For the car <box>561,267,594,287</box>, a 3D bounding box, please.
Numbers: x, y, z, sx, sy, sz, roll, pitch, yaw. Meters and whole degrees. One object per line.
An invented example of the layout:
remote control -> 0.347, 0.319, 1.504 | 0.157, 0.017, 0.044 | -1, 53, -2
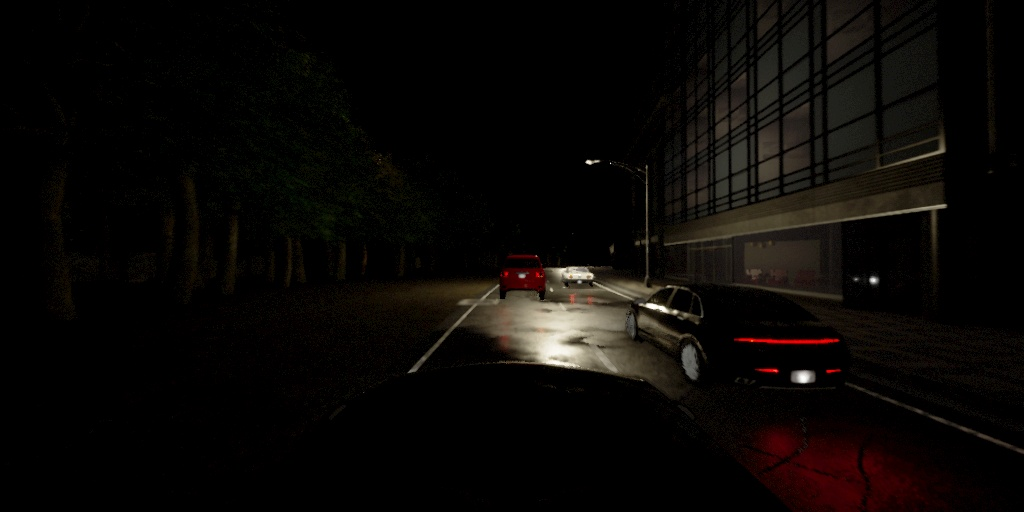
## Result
car -> 4.508, 1.401, 25.307 | 1.895, 1.301, 4.718 | 0, 0, 4

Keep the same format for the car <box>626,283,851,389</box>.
car -> 3.691, 1.265, 6.916 | 1.837, 1.490, 4.892 | 0, 0, 1

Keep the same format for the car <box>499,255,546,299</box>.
car -> 0.577, 0.991, 18.485 | 2.150, 2.045, 5.566 | 0, 0, 3
